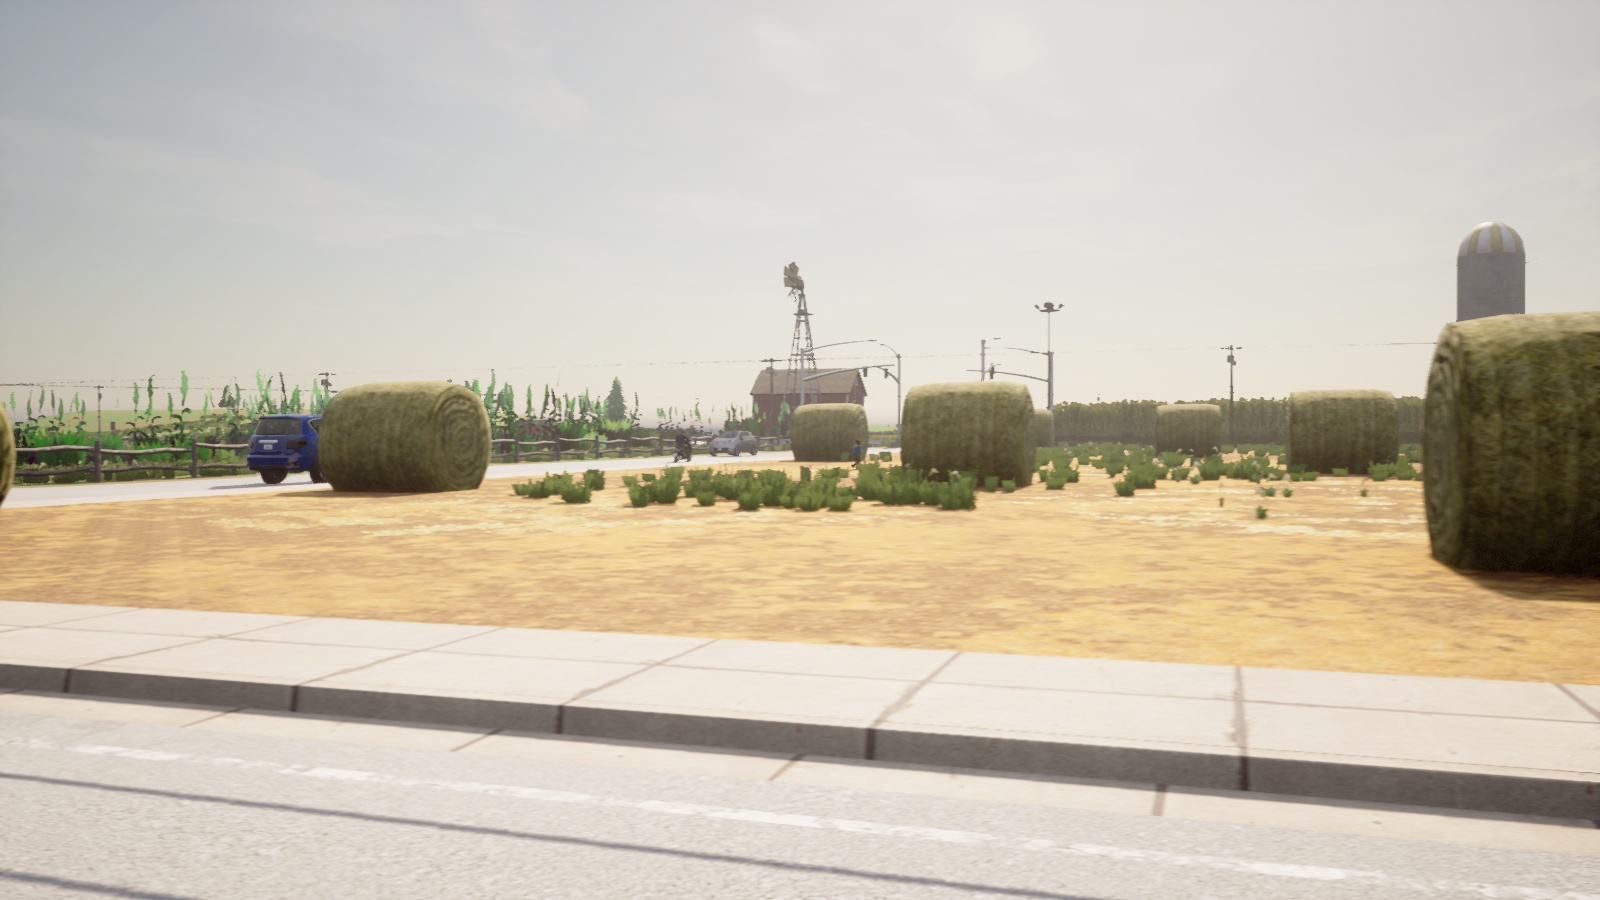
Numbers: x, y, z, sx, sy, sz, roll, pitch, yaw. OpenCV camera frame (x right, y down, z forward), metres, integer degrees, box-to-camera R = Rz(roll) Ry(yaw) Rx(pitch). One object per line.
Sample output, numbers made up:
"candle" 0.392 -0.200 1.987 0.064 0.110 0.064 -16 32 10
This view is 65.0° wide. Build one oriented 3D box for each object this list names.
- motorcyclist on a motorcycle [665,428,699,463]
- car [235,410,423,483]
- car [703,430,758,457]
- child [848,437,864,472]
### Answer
"motorcyclist on a motorcycle" -5.589 -0.229 59.491 0.866 1.590 1.817 1 1 21
"car" -14.046 -0.149 37.892 2.150 2.045 5.566 1 1 21
"car" -4.006 -0.381 73.133 1.845 1.501 3.633 1 1 21
"child" 1.898 0.146 42.670 0.448 1.192 0.343 1 1 35
